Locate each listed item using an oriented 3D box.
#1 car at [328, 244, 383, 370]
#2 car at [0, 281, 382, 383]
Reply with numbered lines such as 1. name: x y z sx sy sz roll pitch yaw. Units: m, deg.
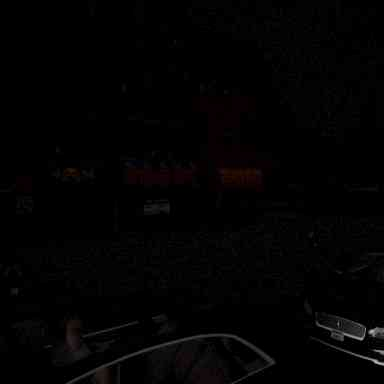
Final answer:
1. car: 3.573 1.547 5.394 4.403 1.369 2.008 0 -2 -36
2. car: -0.859 1.550 2.223 4.403 1.369 2.008 0 -2 -36
